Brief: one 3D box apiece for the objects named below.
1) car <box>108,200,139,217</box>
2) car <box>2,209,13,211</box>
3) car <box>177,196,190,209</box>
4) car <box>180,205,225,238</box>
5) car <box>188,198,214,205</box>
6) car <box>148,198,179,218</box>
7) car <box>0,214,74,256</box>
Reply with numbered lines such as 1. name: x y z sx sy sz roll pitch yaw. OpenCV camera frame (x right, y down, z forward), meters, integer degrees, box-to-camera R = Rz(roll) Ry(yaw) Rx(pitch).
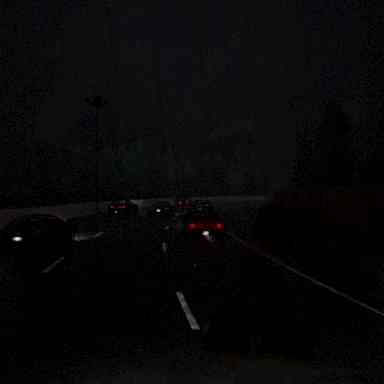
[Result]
1. car: -6.251 1.491 30.764 2.128 1.511 4.902 0 0 5
2. car: -13.779 1.477 21.833 1.882 1.535 5.008 0 0 0
3. car: -0.933 1.352 42.379 2.097 1.767 4.553 0 0 12
4. car: 0.496 1.600 17.657 1.895 1.301 4.718 0 0 -4
5. car: 1.199 1.491 34.477 2.128 1.511 4.902 0 0 8
6. car: -2.711 1.563 30.706 1.994 1.385 4.181 0 0 5
7. car: -6.115 1.564 13.267 1.994 1.385 4.181 0 0 -6
